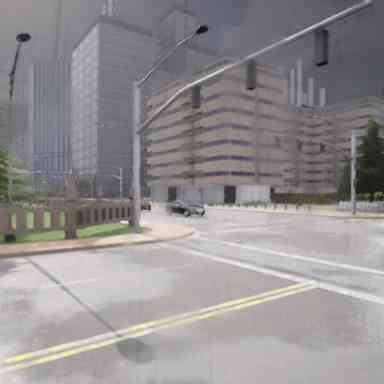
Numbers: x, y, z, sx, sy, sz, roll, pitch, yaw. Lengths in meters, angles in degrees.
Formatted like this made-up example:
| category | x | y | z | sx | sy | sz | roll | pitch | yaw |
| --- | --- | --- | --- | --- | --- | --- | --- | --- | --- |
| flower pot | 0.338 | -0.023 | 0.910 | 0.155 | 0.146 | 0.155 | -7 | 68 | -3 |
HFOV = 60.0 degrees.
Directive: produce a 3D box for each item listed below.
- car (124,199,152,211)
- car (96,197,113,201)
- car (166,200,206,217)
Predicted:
| category | x | y | z | sx | sy | sz | roll | pitch | yaw |
| --- | --- | --- | --- | --- | --- | --- | --- | --- | --- |
| car | -6.613 | 1.506 | 39.663 | 1.882 | 1.535 | 5.008 | 0 | 0 | -36 |
| car | -12.654 | 1.506 | 48.178 | 1.882 | 1.535 | 5.008 | 0 | 0 | -35 |
| car | -0.655 | 1.519 | 31.285 | 2.128 | 1.511 | 4.902 | 0 | 0 | -35 |
